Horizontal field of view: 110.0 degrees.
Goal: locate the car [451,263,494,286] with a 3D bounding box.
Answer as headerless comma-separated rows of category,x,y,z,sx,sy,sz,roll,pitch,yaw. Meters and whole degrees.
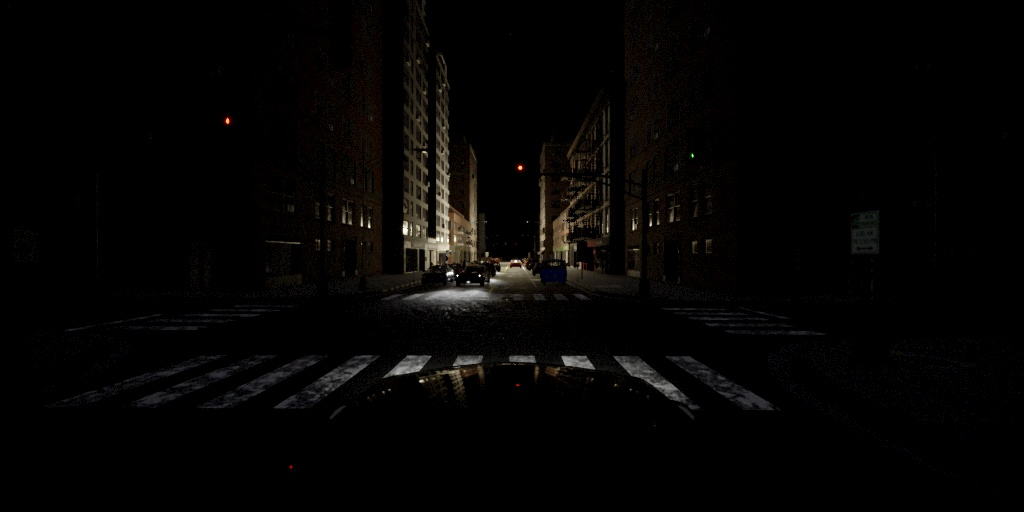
car,-2.652,1.349,25.134,1.895,1.301,4.718,0,0,4

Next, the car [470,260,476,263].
car,-4.975,1.269,47.984,1.751,1.417,4.829,0,0,1

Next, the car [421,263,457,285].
car,-5.179,1.299,25.427,2.007,1.370,4.403,0,0,1

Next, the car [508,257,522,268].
car,0.618,1.336,59.045,1.895,1.301,4.718,0,0,1

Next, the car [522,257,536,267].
car,3.103,1.054,53.769,2.192,1.841,5.009,0,0,1

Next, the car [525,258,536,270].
car,3.052,1.325,48.087,1.802,1.307,4.207,0,0,1

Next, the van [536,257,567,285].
van,2.846,1.089,25.363,1.690,1.789,3.998,0,0,1

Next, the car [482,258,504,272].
car,-2.452,1.309,45.199,1.994,1.385,4.181,0,0,1

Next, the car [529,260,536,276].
car,2.949,1.330,36.725,1.802,1.307,4.207,0,0,1

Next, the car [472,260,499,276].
car,-2.549,1.349,35.146,1.895,1.301,4.718,0,0,1
